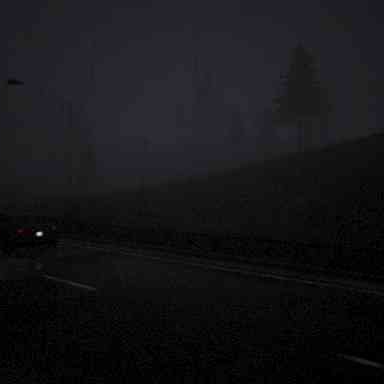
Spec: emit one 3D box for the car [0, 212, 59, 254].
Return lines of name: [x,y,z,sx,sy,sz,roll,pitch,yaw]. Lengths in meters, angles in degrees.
car: [-7.288,1.519,13.490,4.181,1.385,1.994,0,0,36]
